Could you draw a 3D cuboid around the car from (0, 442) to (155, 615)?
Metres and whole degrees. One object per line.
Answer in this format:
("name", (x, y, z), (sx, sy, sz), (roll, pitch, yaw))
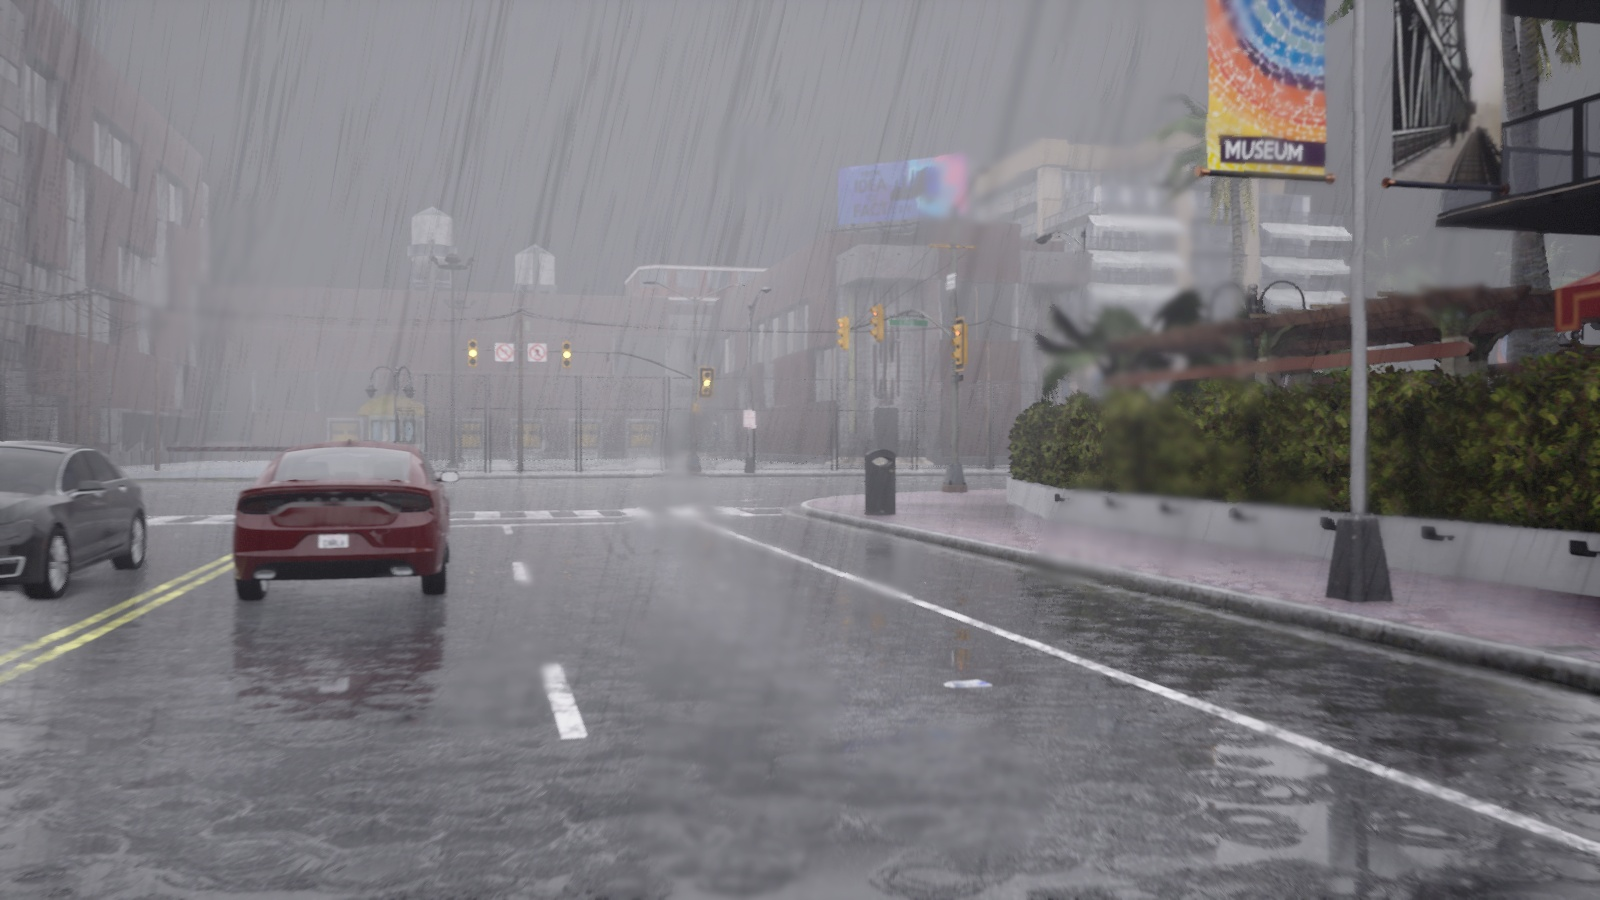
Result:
("car", (-8.284, 0.664, 12.984), (1.837, 1.490, 4.892), (0, 0, -14))

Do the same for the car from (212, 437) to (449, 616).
("car", (-4.768, 0.637, 13.427), (1.882, 1.535, 5.008), (0, 0, -15))
